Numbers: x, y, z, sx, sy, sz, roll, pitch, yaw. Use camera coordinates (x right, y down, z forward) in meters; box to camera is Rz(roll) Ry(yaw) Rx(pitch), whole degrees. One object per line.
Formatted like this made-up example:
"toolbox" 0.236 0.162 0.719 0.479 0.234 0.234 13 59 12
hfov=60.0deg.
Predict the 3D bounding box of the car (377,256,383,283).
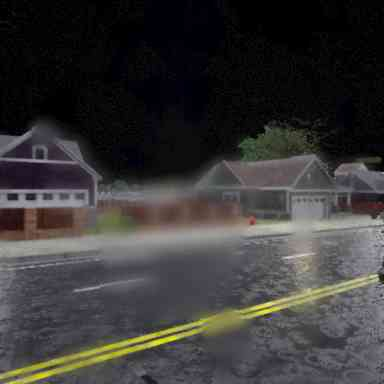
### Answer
"car" 6.775 1.684 8.371 5.357 1.411 2.033 1 -1 -35
